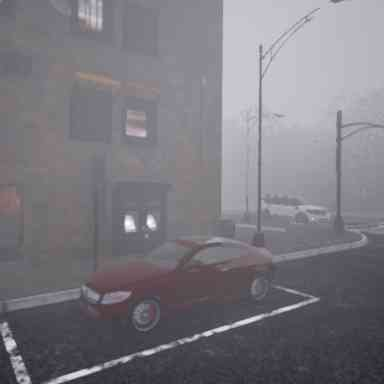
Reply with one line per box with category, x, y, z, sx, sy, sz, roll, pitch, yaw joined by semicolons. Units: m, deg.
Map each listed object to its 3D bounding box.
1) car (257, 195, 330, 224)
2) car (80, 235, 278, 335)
car;7.341;1.289;24.706;2.150;2.045;5.566;1;1;-34
car;-0.046;1.582;6.675;4.206;1.307;1.802;0;1;-35
